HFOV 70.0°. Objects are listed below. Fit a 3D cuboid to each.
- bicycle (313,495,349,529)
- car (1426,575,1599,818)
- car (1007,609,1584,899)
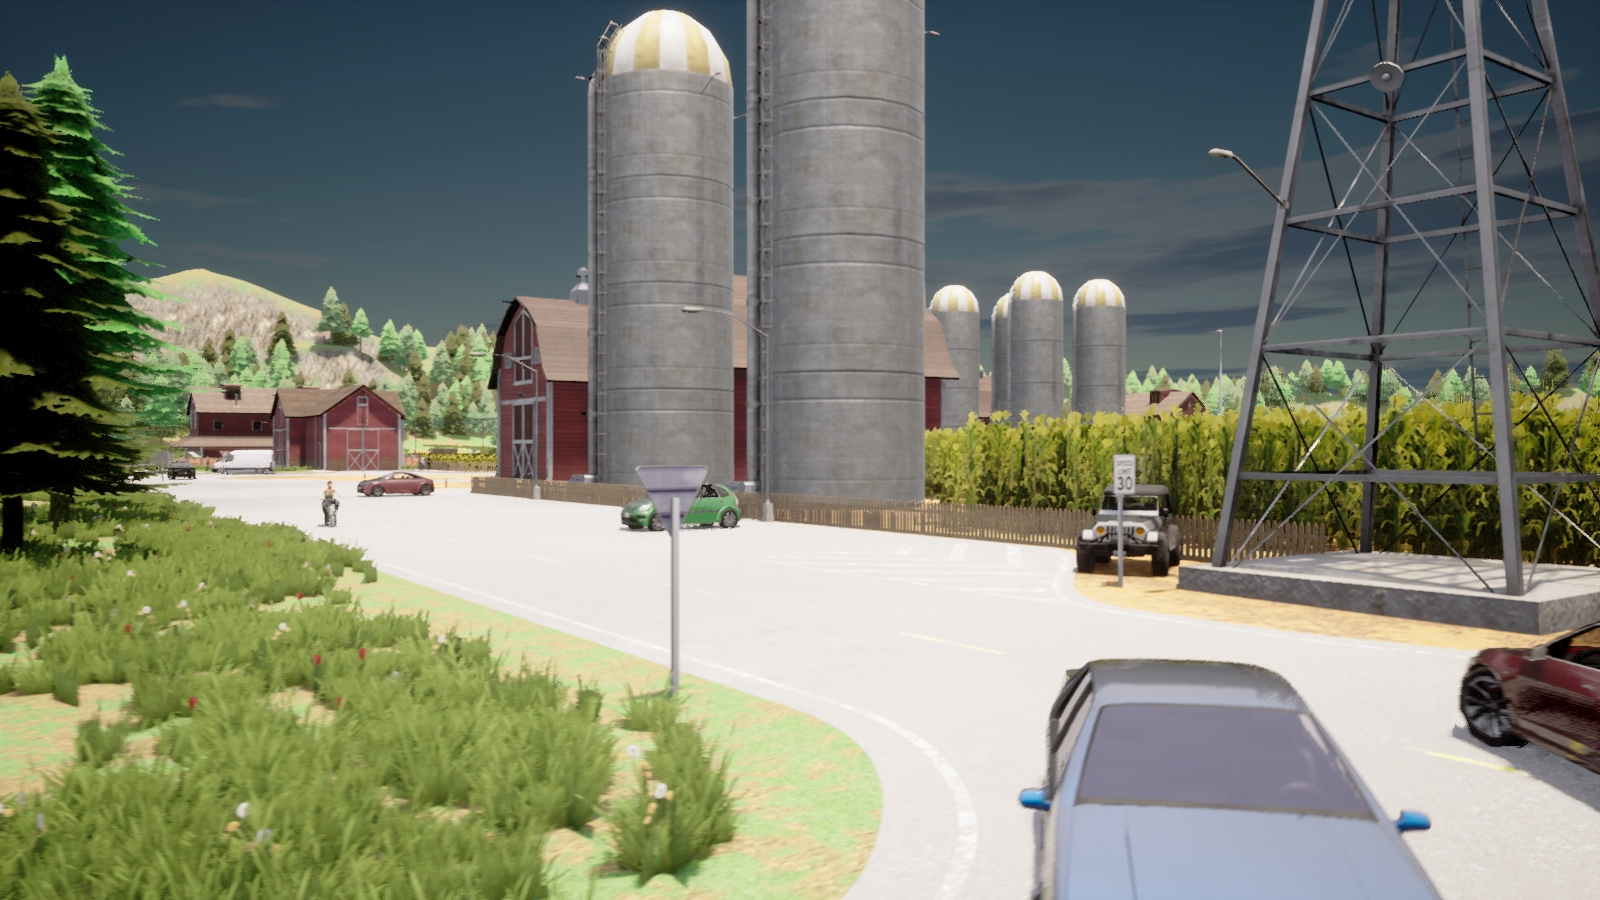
[{"bbox_3d":[-16.047,2.105,39.056,0.859,1.080,1.487,0,0,-34],"label":"bicycle"},{"bbox_3d":[7.132,2.021,8.960,2.163,1.488,4.792,0,1,5],"label":"car"},{"bbox_3d":[2.398,2.080,6.927,2.033,1.411,5.357,0,0,12],"label":"car"}]
